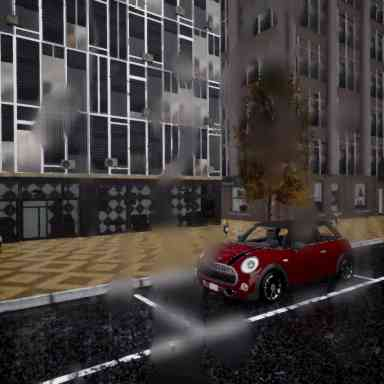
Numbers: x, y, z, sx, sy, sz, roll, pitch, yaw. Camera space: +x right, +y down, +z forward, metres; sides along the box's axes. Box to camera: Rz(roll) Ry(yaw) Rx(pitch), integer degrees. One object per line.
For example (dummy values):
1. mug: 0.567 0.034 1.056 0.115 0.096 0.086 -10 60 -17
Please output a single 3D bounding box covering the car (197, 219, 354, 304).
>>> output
1. car: 2.067 1.439 8.043 4.097 1.590 1.967 0 -1 -35
